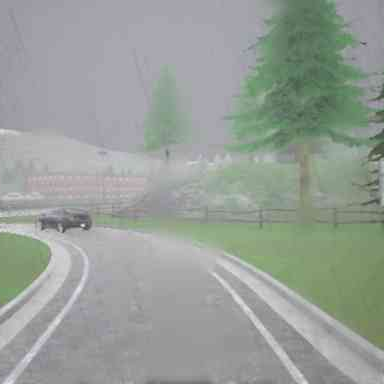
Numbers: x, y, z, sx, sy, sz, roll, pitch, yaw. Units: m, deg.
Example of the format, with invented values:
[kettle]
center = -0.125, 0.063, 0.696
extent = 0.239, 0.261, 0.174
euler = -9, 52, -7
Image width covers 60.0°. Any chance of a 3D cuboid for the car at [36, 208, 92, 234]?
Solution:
[car]
center = -8.417, 1.802, 21.704
extent = 4.892, 1.490, 1.837
euler = -2, -2, 41
